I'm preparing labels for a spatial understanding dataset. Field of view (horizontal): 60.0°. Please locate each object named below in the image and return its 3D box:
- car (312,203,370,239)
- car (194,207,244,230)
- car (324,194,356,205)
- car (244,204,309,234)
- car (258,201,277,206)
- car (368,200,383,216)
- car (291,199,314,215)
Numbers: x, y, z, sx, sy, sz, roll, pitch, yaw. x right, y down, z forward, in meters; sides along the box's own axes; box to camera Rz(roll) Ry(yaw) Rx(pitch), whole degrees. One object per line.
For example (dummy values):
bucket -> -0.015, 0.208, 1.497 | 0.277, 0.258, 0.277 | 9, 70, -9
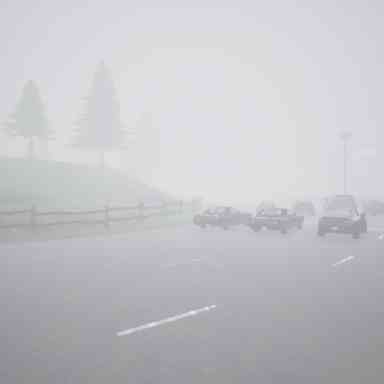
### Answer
car -> 7.952, 1.530, 17.482 | 1.812, 1.442, 4.674 | 0, 0, 34
car -> 2.154, 1.613, 21.405 | 1.895, 1.301, 4.718 | 0, 0, 34
car -> 14.619, 1.255, 32.972 | 2.150, 2.045, 5.566 | 0, 0, 13
car -> 5.061, 1.613, 19.456 | 1.895, 1.301, 4.718 | 0, 0, 34
car -> 7.786, 1.569, 34.491 | 1.994, 1.385, 4.181 | 0, 0, 13
car -> 18.026, 1.514, 32.168 | 1.837, 1.490, 4.892 | 0, 0, 13
car -> 11.199, 1.513, 33.717 | 1.837, 1.490, 4.892 | 0, 0, 13
